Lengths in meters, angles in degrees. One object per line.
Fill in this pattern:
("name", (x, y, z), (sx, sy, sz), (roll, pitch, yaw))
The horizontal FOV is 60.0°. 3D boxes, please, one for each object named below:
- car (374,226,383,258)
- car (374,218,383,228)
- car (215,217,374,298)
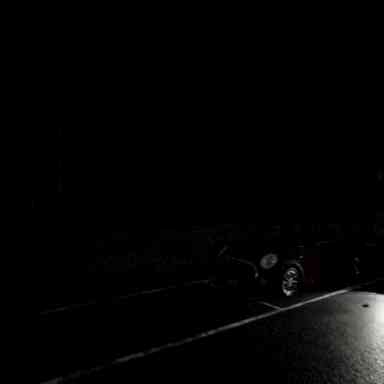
("car", (6.442, 1.558, 7.980), (4.181, 1.385, 1.994), (0, 0, -36))
("car", (7.091, 1.575, 11.713), (4.206, 1.307, 1.802), (0, 0, -36))
("car", (2.533, 1.436, 8.457), (4.097, 1.590, 1.967), (0, 0, -36))
